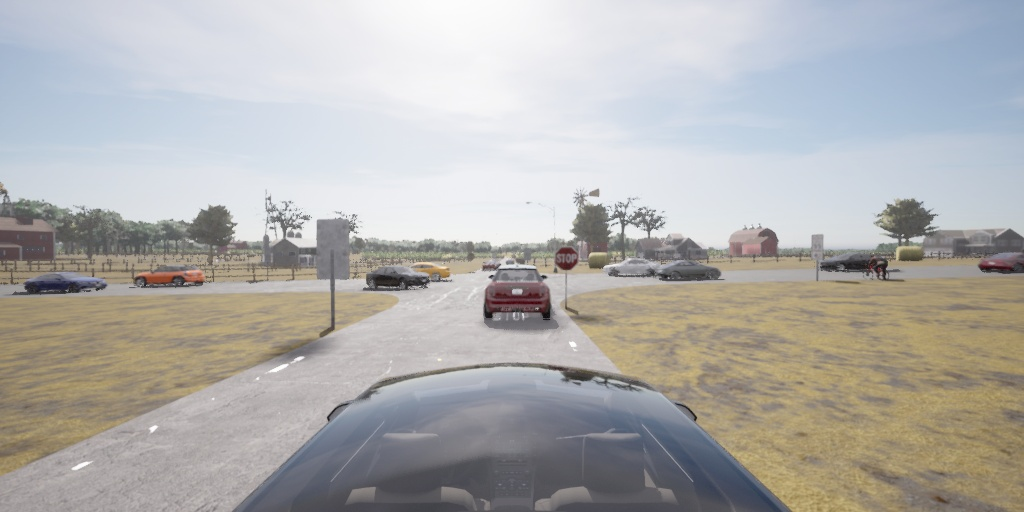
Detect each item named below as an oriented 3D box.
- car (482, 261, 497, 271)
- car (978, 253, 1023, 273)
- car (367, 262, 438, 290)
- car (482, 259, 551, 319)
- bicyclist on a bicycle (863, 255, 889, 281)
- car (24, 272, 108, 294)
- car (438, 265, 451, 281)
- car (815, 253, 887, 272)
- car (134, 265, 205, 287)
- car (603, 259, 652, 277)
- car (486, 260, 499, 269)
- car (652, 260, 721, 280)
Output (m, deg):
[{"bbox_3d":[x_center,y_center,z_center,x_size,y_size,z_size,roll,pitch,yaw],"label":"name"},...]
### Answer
[{"bbox_3d":[-3.047,1.350,48.978,1.895,1.301,4.718,0,0,-1],"label":"car"},{"bbox_3d":[37.408,0.448,26.452,4.181,1.385,1.994,-1,1,0],"label":"car"},{"bbox_3d":[-7.489,1.376,23.595,5.008,1.535,1.882,-3,-1,34],"label":"car"},{"bbox_3d":[0.212,1.095,12.935,2.097,1.767,4.553,0,0,1],"label":"car"},{"bbox_3d":[22.832,0.739,22.525,0.582,1.620,1.656,-1,0,0],"label":"bicyclist on a bicycle"},{"bbox_3d":[-32.702,1.921,26.301,4.674,1.442,1.812,-1,1,0],"label":"car"},{"bbox_3d":[-7.639,1.310,30.069,5.008,1.535,1.882,0,1,0],"label":"car"},{"bbox_3d":[28.398,0.495,30.129,5.008,1.535,1.882,-1,1,0],"label":"car"},{"bbox_3d":[-28.657,1.595,30.014,4.553,1.767,2.097,-1,1,0],"label":"car"},{"bbox_3d":[10.137,0.953,30.434,4.674,1.442,1.812,-1,1,6],"label":"car"},{"bbox_3d":[-3.127,1.322,58.961,1.994,1.385,4.181,0,0,0],"label":"car"},{"bbox_3d":[12.958,1.010,26.401,4.181,1.385,1.994,-1,1,0],"label":"car"}]
